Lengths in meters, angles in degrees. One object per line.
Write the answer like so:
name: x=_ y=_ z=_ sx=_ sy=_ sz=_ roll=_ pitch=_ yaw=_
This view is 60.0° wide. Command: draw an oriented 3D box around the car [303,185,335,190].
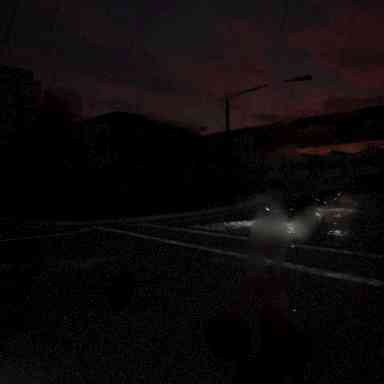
car: x=16.078 y=-0.085 z=42.286 sx=2.128 sy=1.511 sz=4.902 roll=-1 pitch=1 yaw=7

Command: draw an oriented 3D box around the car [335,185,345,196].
car: x=20.126 y=-0.247 z=47.660 sx=1.837 sy=1.490 sz=4.892 roll=-1 pitch=1 yaw=1

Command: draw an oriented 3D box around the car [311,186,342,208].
car: x=11.670 y=0.478 z=28.661 sx=1.812 sy=1.442 sz=4.674 roll=0 pitch=2 yaw=26

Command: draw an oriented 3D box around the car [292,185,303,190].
car: x=19.246 y=-0.366 z=58.033 sx=1.837 sy=1.490 sz=4.892 roll=-1 pitch=0 yaw=-14

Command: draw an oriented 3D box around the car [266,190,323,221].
car: x=6.310 y=0.854 z=20.809 sx=1.837 sy=1.490 sz=4.892 roll=0 pitch=2 yaw=39
